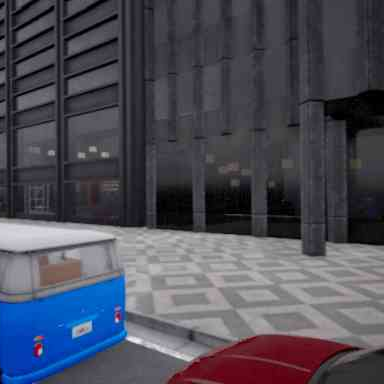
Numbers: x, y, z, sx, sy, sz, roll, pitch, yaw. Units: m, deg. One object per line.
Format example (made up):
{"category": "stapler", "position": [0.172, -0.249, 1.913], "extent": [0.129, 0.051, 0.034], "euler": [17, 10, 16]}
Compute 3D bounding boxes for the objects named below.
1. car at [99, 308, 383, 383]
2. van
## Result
{"category": "car", "position": [1.772, 1.537, 1.702], "extent": [4.507, 1.381, 1.887], "euler": [-1, 0, 36]}
{"category": "van", "position": [-2.790, 1.387, 4.967], "extent": [3.998, 1.788, 1.690], "euler": [-1, 0, 36]}
